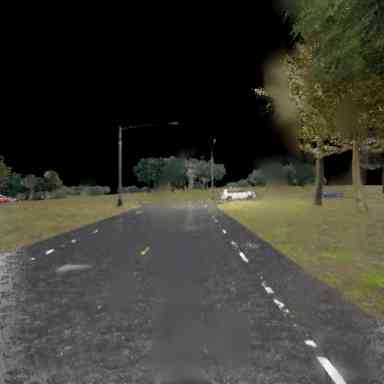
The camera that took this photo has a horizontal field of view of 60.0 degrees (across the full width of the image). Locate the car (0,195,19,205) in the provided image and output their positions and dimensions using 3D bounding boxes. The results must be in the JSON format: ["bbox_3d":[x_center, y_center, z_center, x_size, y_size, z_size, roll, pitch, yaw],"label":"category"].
[{"bbox_3d":[-30.180,1.254,53.027,4.553,1.767,2.097,-1,-2,0],"label":"car"}]

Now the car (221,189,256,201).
[{"bbox_3d":[7.354,0.465,53.240,5.566,2.045,2.150,-4,-1,-1],"label":"car"}]

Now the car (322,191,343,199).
[{"bbox_3d":[24.887,0.522,60.585,5.008,1.535,1.882,-2,-2,-1],"label":"car"}]
